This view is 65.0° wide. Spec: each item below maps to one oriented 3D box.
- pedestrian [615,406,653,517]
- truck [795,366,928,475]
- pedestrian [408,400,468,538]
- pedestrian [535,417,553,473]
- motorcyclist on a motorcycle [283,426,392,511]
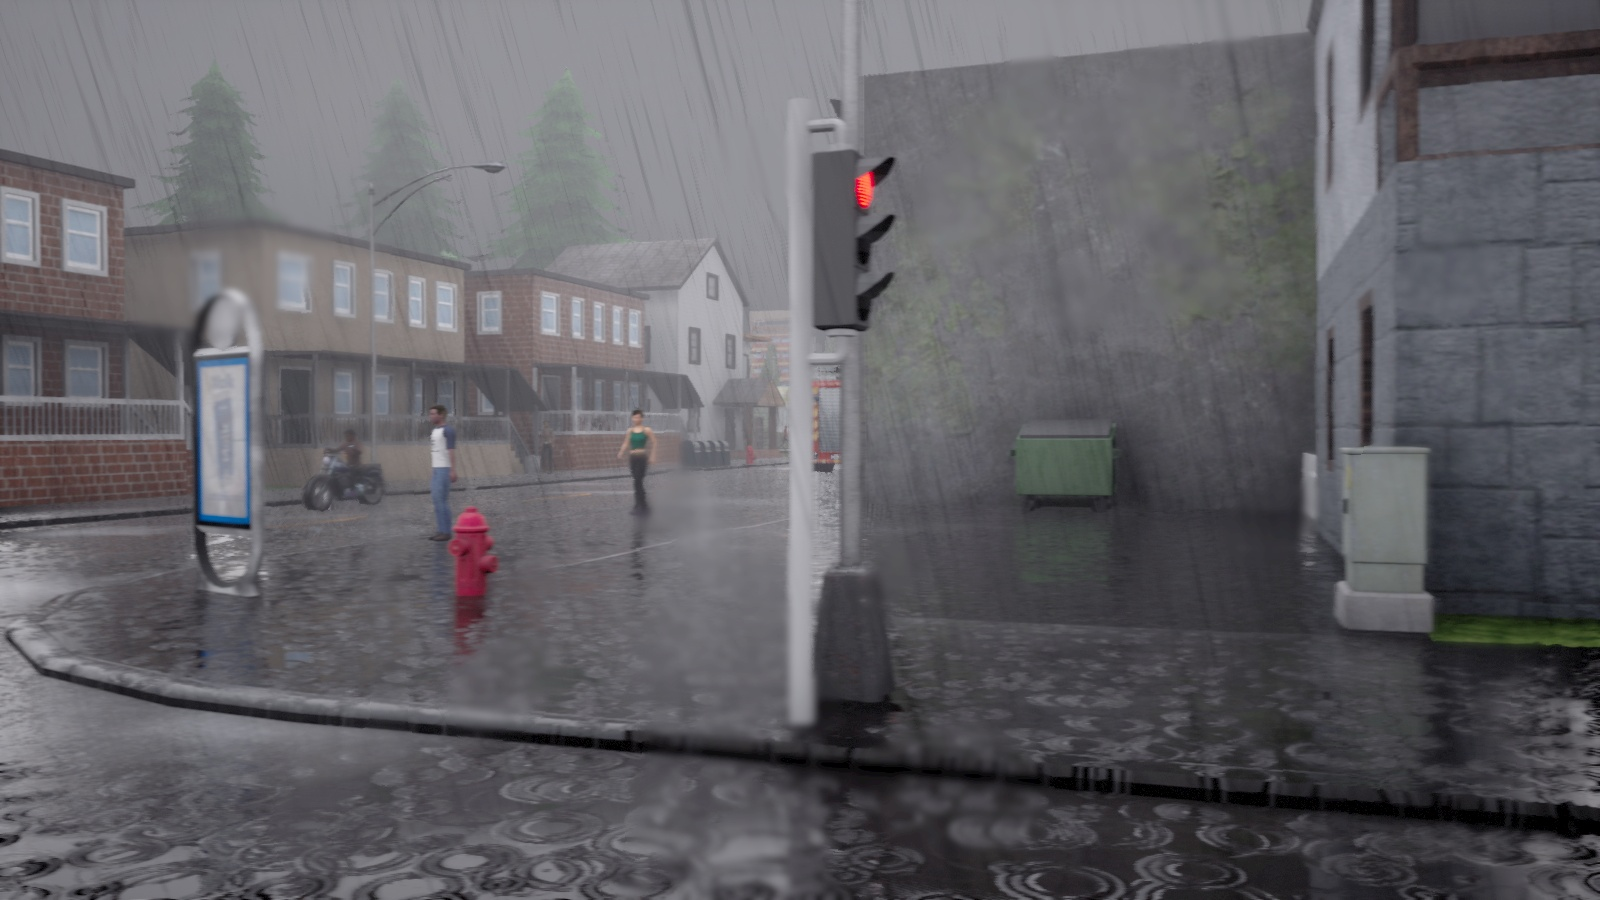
[{"bbox_3d":[-2.781,0.188,21.065,0.345,1.836,0.594,1,1,29],"label":"pedestrian"},{"bbox_3d":[2.558,-1.102,48.297,2.891,3.827,8.468,1,1,19],"label":"truck"},{"bbox_3d":[-4.894,0.246,16.983,0.706,1.836,0.354,0,1,-34],"label":"pedestrian"},{"bbox_3d":[-8.595,-0.172,42.215,0.331,1.846,0.634,1,1,18],"label":"pedestrian"},{"bbox_3d":[-9.343,0.334,25.484,0.766,1.649,2.350,1,1,19],"label":"motorcyclist on a motorcycle"}]
